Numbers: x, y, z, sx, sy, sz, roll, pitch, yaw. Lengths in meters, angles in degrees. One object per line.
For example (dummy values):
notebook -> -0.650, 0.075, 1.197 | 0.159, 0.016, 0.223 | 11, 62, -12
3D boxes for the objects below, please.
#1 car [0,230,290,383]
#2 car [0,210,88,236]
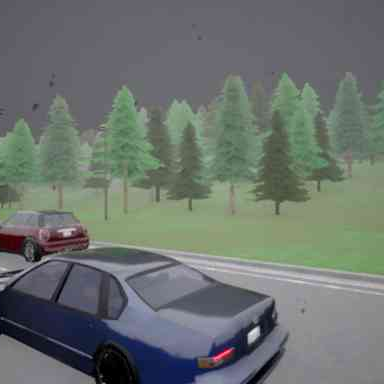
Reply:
car -> -1.387, 1.582, 4.979 | 5.357, 1.411, 2.033 | -1, 0, 35
car -> -5.974, 1.460, 12.551 | 4.553, 1.767, 2.097 | -1, 0, 36
